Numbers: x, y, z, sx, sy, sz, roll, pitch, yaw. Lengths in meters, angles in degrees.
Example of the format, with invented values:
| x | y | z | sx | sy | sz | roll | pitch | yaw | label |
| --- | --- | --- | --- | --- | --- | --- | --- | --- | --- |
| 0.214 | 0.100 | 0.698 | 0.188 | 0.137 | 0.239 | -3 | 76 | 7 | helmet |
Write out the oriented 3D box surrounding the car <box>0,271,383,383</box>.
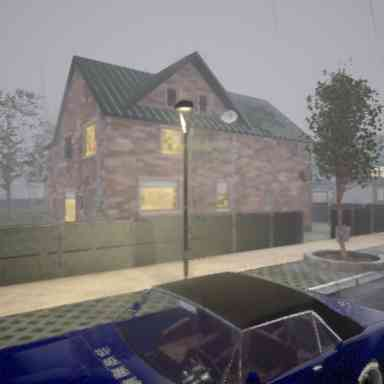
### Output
| x | y | z | sx | sy | sz | roll | pitch | yaw | label |
| --- | --- | --- | --- | --- | --- | --- | --- | --- | --- |
| 0.073 | 1.601 | 3.122 | 4.718 | 1.301 | 1.895 | 0 | 0 | -35 | car |
